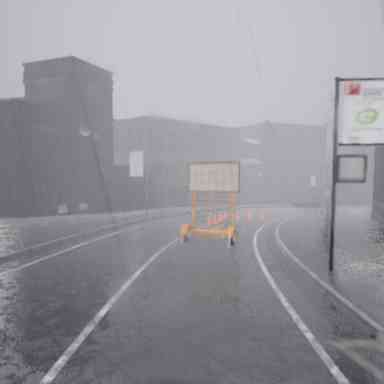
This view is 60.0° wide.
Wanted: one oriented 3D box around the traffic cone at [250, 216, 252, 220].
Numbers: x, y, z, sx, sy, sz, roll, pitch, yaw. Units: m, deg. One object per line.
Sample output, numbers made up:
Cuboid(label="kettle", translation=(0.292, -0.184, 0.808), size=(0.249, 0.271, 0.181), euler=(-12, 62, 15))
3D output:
Cuboid(label="traffic cone", translation=(4.644, 1.932, 26.893), size=(0.340, 0.580, 0.340), euler=(2, 0, 15))

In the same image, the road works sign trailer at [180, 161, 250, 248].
Cuboid(label="road works sign trailer", translation=(1.011, 0.419, 14.872), size=(2.380, 3.560, 2.880), euler=(1, 0, 20))

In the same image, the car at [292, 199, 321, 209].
Cuboid(label="car", translation=(16.181, 1.718, 46.954), size=(4.718, 1.301, 1.895), euler=(2, 3, -39))
